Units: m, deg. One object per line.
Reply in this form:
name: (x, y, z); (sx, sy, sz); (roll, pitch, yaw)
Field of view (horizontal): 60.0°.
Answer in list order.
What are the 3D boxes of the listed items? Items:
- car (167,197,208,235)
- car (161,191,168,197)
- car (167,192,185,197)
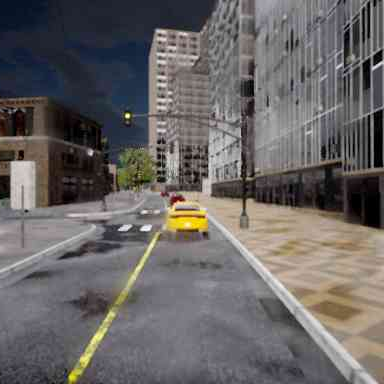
car: (-0.270, 1.251, 17.121); (1.882, 1.535, 5.008); (0, 1, -2)
car: (-6.393, 0.465, 78.627); (1.812, 1.442, 4.674); (0, 1, -10)
car: (-1.931, 0.943, 43.620); (1.812, 1.442, 4.674); (0, 1, -5)
